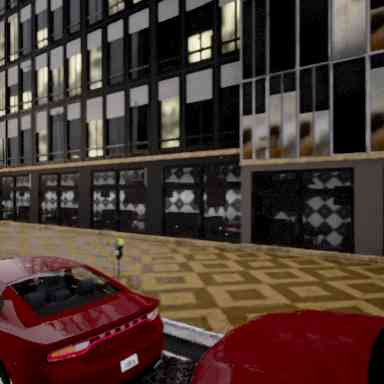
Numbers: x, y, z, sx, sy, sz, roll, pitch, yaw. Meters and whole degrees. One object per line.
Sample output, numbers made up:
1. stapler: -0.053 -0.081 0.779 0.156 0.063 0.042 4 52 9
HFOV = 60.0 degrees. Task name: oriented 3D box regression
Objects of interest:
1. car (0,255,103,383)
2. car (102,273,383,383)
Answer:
1. car: -2.443 1.580 4.608 4.507 1.381 1.887 -1 0 35
2. car: 2.196 1.305 1.304 5.009 1.841 2.192 -1 0 35
